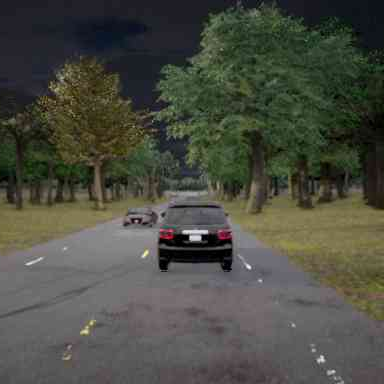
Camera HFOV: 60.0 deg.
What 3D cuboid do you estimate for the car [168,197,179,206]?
[{"bbox_3d":[-3.503,1.847,64.796,1.837,1.490,4.892,0,0,1],"label":"car"}]

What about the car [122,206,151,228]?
[{"bbox_3d":[-3.593,1.708,23.474,1.994,1.385,4.181,0,0,0],"label":"car"}]

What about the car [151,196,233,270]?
[{"bbox_3d":[0.095,1.296,11.371,2.150,2.045,5.566,0,0,0],"label":"car"}]

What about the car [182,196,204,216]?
[{"bbox_3d":[0.109,1.438,36.634,2.150,2.045,5.566,0,0,0],"label":"car"}]
